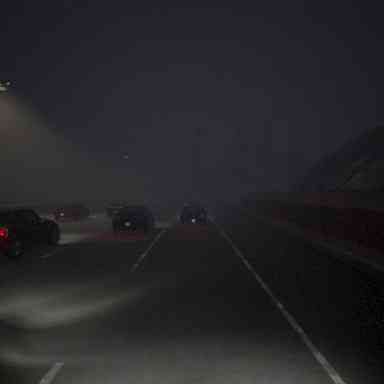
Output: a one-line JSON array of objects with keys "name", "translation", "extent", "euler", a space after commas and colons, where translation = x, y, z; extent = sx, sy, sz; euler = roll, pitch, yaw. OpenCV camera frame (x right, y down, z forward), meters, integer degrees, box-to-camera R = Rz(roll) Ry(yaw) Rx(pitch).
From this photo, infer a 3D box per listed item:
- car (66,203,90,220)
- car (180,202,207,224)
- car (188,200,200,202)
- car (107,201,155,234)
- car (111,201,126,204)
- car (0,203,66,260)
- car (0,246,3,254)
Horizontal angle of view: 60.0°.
[{"name": "car", "translation": [-10.396, 1.638, 28.952], "extent": [1.812, 1.442, 4.674], "euler": [0, 0, 0]}, {"name": "car", "translation": [0.104, 1.700, 25.348], "extent": [1.895, 1.301, 4.718], "euler": [0, 0, 0]}, {"name": "car", "translation": [0.272, 1.692, 42.510], "extent": [1.812, 1.442, 4.674], "euler": [0, 0, 6]}, {"name": "car", "translation": [-3.397, 1.556, 20.056], "extent": [1.882, 1.535, 5.008], "euler": [0, 0, 0]}, {"name": "car", "translation": [-6.896, 1.617, 32.308], "extent": [2.128, 1.511, 4.902], "euler": [0, 0, 0]}, {"name": "car", "translation": [-6.897, 1.402, 12.842], "extent": [2.097, 1.767, 4.553], "euler": [0, 0, 0]}, {"name": "car", "translation": [-3.394, 1.485, 1.749], "extent": [1.882, 1.535, 5.008], "euler": [0, 0, 0]}]
